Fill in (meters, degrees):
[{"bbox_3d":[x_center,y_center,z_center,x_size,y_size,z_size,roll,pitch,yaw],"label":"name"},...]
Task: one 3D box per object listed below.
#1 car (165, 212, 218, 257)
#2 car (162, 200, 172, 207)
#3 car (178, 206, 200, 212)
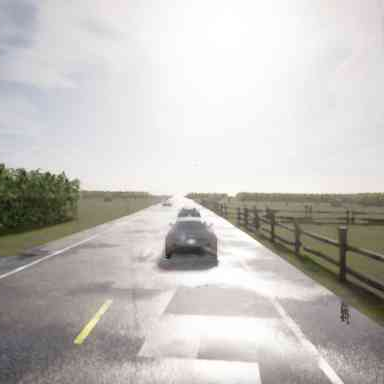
[{"bbox_3d":[-0.032,1.714,13.564,1.994,1.385,4.181,0,-1,0],"label":"car"},{"bbox_3d":[-4.750,2.194,64.554,2.033,1.411,5.357,0,-1,-1],"label":"car"},{"bbox_3d":[-0.228,1.871,28.633,1.994,1.385,4.181,0,-1,-1],"label":"car"}]
